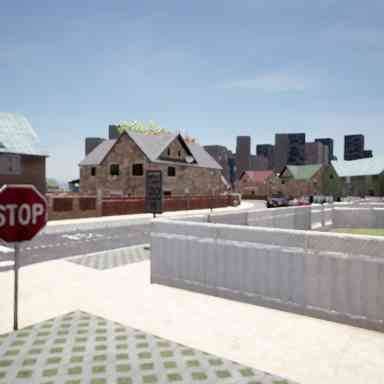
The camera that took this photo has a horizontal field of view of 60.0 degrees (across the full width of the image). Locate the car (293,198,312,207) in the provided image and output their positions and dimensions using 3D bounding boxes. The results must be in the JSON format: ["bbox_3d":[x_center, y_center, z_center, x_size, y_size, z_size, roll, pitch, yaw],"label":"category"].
[{"bbox_3d":[13.987,1.604,41.464,1.994,1.385,4.181,1,0,19],"label":"car"}]

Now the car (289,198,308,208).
[{"bbox_3d":[16.377,1.614,51.231,1.895,1.301,4.718,1,0,7],"label":"car"}]

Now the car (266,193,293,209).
[{"bbox_3d":[10.450,1.194,40.148,2.150,2.045,5.566,2,0,22],"label":"car"}]
